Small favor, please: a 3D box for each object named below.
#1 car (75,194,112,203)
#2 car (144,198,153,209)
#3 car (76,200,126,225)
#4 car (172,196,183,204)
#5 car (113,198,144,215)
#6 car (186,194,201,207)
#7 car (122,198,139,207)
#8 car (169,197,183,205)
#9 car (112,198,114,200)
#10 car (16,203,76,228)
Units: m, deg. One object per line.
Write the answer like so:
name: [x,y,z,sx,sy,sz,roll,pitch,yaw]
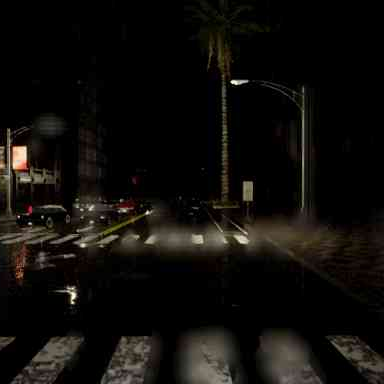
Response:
car: [-9.721,1.230,32.118,2.150,2.045,5.566,0,0,0]
car: [-6.412,1.525,44.551,1.837,1.490,4.892,0,0,0]
car: [-6.504,1.552,24.164,2.033,1.411,5.357,0,0,0]
car: [-2.897,1.629,67.667,1.994,1.385,4.181,0,0,0]
car: [-6.459,1.535,34.121,1.812,1.442,4.674,0,0,0]
car: [0.208,1.256,53.417,2.150,2.045,5.566,0,0,0]
car: [-9.599,1.633,52.268,1.895,1.301,4.718,0,0,1]
car: [-2.936,1.607,57.709,1.994,1.385,4.181,0,0,1]
car: [-9.675,1.508,42.139,2.128,1.511,4.902,0,0,1]
car: [-9.775,1.605,22.360,1.895,1.301,4.718,0,0,1]
